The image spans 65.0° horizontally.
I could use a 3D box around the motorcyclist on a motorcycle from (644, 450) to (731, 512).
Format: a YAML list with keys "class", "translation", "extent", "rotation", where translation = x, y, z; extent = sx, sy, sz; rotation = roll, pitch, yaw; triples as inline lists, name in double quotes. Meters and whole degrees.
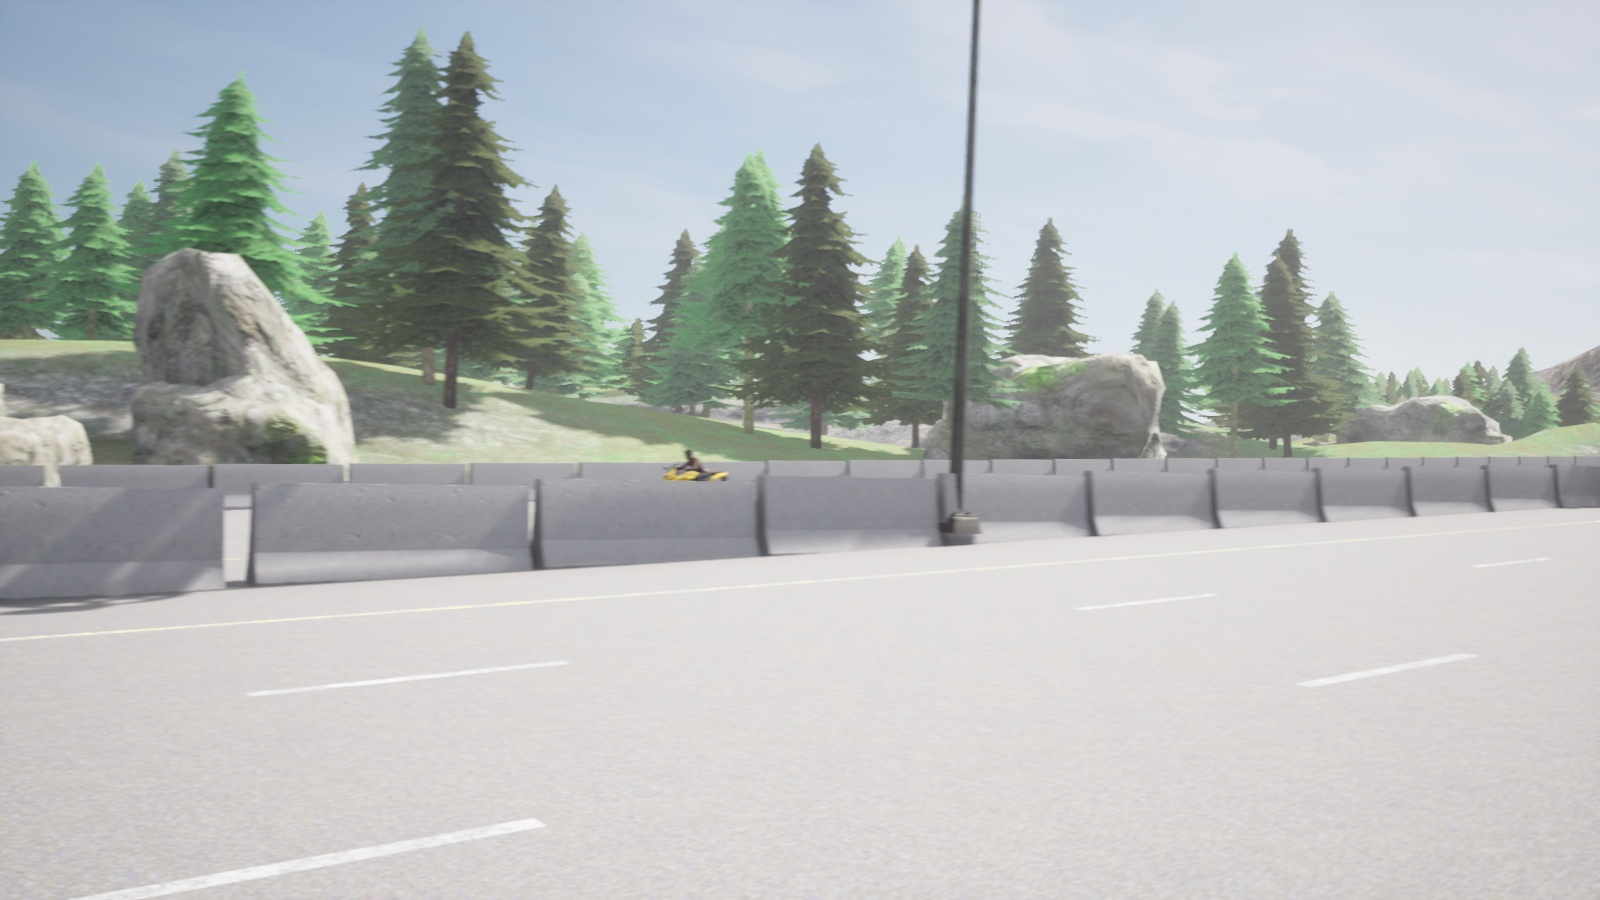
- class: "motorcyclist on a motorcycle"
  translation: [-2.823, 0.758, 31.544]
  extent: [2.044, 1.523, 0.797]
  rotation: [0, 0, -35]
